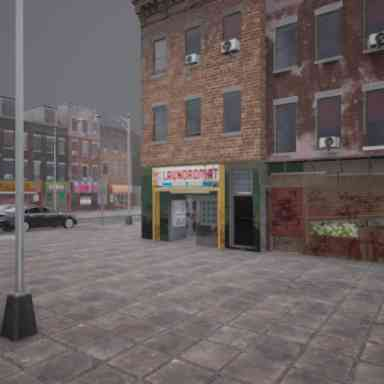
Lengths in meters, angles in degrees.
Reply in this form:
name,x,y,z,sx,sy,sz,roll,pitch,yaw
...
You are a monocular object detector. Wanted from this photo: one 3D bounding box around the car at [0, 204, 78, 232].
name,x,y,z,sx,sy,sz,roll,pitch,yaw
car,-9.290,1.567,20.184,1.837,1.490,4.892,0,0,35
